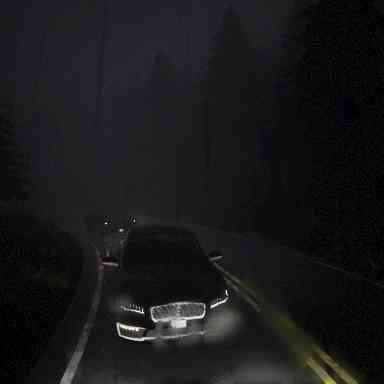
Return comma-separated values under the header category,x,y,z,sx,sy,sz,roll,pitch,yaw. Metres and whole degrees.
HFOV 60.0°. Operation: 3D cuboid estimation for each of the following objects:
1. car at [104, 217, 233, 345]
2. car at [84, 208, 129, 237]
category,x,y,z,sx,sy,sz,roll,pitch,yaw
car,-0.641,1.494,6.775,1.837,1.490,4.892,-1,0,-11
car,-4.618,1.609,18.512,1.895,1.301,4.718,-3,1,-29
